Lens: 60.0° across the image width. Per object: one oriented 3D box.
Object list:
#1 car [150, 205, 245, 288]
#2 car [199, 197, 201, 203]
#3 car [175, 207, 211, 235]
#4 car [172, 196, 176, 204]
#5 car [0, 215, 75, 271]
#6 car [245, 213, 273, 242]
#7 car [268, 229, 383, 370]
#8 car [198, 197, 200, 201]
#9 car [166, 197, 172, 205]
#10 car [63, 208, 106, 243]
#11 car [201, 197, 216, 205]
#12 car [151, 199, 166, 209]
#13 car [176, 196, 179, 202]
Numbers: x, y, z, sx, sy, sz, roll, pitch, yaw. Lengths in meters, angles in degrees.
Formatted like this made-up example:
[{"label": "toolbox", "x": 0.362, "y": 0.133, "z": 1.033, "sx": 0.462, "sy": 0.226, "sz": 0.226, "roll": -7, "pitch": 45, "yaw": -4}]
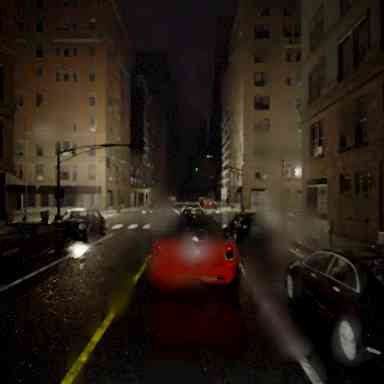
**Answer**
[{"label": "car", "x": 0.075, "y": 1.429, "z": 9.601, "sx": 2.097, "sy": 1.767, "sz": 4.553, "roll": 0, "pitch": 0, "yaw": 0}, {"label": "car", "x": 2.911, "y": 2.106, "z": 64.553, "sx": 2.008, "sy": 1.369, "sz": 4.403, "roll": 0, "pitch": -1, "yaw": 0}, {"label": "car", "x": 0.058, "y": 1.725, "z": 20.504, "sx": 1.994, "sy": 1.385, "sz": 4.181, "roll": 0, "pitch": 0, "yaw": 0}, {"label": "car", "x": -5.585, "y": 2.250, "z": 80.620, "sx": 1.752, "sy": 1.417, "sz": 4.829, "roll": 0, "pitch": -1, "yaw": 0}, {"label": "car", "x": -5.670, "y": 1.670, "z": 11.146, "sx": 1.802, "sy": 1.307, "sz": 4.206, "roll": 0, "pitch": 0, "yaw": 0}, {"label": "car", "x": 2.856, "y": 1.696, "z": 16.647, "sx": 1.947, "sy": 1.339, "sz": 4.313, "roll": 0, "pitch": 0, "yaw": 0}, {"label": "car", "x": 2.856, "y": 1.595, "z": 5.645, "sx": 2.008, "sy": 1.369, "sz": 4.403, "roll": 0, "pitch": 0, "yaw": 0}, {"label": "car", "x": 2.929, "y": 2.107, "z": 75.371, "sx": 1.967, "sy": 1.590, "sz": 4.097, "roll": 0, "pitch": -1, "yaw": 0}, {"label": "car", "x": -5.614, "y": 2.107, "z": 64.565, "sx": 2.008, "sy": 1.369, "sz": 4.403, "roll": 0, "pitch": -1, "yaw": 0}, {"label": "car", "x": -5.670, "y": 1.571, "z": 16.648, "sx": 1.967, "sy": 1.590, "sz": 4.097, "roll": 0, "pitch": 0, "yaw": 0}, {"label": "car", "x": 2.890, "y": 1.892, "z": 53.737, "sx": 1.967, "sy": 1.590, "sz": 4.097, "roll": 0, "pitch": -1, "yaw": 0}, {"label": "car", "x": -5.634, "y": 2.034, "z": 53.749, "sx": 1.802, "sy": 1.307, "sz": 4.206, "roll": 0, "pitch": -1, "yaw": 0}, {"label": "car", "x": -5.567, "y": 2.166, "z": 91.609, "sx": 2.192, "sy": 1.841, "sz": 5.009, "roll": 0, "pitch": -1, "yaw": 0}]
